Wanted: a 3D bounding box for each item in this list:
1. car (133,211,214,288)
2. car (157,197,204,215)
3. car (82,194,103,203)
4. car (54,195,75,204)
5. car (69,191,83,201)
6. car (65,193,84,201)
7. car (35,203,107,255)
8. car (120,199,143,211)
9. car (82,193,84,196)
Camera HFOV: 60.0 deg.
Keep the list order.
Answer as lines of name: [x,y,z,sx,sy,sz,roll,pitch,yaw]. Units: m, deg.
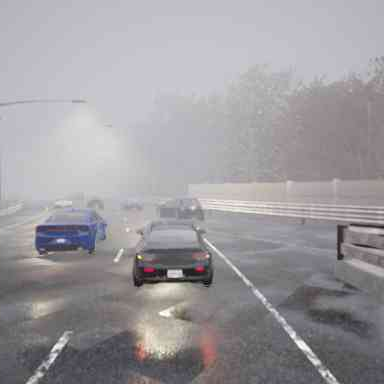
car: [-0.550,1.470,9.029,1.812,1.442,4.674,0,0,-5]
car: [-0.949,1.201,25.021,2.097,1.767,4.553,0,0,-29]
car: [-11.824,1.261,40.081,1.837,1.490,4.892,0,0,-22]
car: [-15.437,1.359,39.772,1.895,1.301,4.718,0,0,-23]
car: [-23.649,0.815,67.681,2.150,2.045,5.566,0,0,-37]
car: [-24.308,0.964,68.528,2.128,1.511,4.902,0,0,-40]
car: [-4.539,1.397,13.126,1.882,1.535,5.008,0,0,-7]
car: [-6.797,1.378,36.864,1.895,1.301,4.718,0,0,-20]
car: [-17.250,1.151,58.187,1.837,1.490,4.892,0,0,-32]
